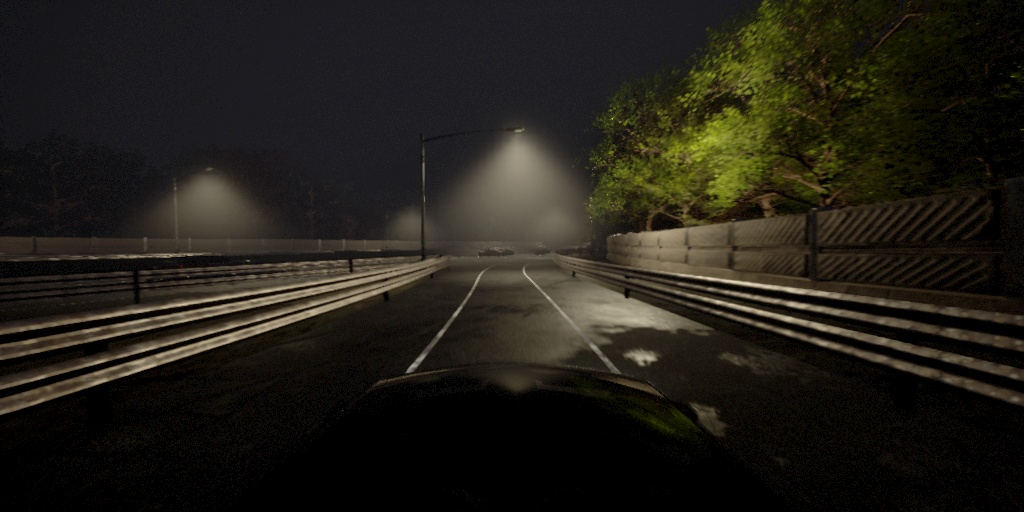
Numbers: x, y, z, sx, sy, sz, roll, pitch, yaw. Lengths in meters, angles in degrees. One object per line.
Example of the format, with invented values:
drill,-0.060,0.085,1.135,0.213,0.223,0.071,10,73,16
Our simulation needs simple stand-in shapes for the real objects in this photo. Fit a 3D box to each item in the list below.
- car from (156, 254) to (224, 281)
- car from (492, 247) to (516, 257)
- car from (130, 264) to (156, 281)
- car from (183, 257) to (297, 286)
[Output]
car,-19.302,0.726,23.162,2.097,1.767,4.553,0,2,24
car,-1.042,-0.589,64.470,2.128,1.511,4.902,0,2,24
car,-22.533,0.952,24.520,1.895,1.301,4.718,0,2,24
car,-16.038,0.943,21.896,2.033,1.411,5.357,0,2,24
